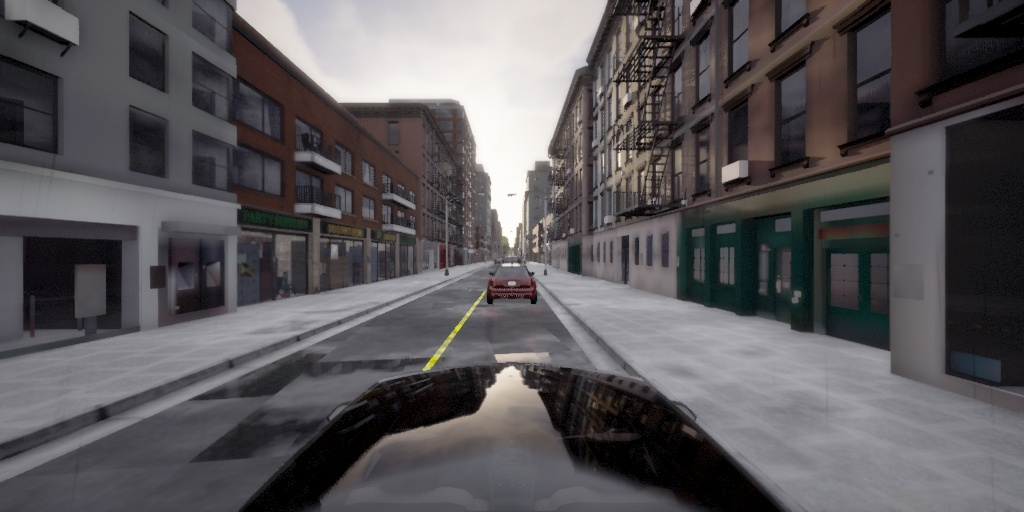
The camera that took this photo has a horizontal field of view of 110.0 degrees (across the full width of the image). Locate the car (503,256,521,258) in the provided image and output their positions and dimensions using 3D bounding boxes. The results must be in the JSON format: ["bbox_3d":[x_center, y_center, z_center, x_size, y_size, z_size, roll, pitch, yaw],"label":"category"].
[{"bbox_3d":[0.000,1.023,31.531,2.150,2.045,5.566,0,0,0],"label":"car"}]

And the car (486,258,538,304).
[{"bbox_3d":[0.000,1.122,16.471,2.097,1.767,4.553,0,0,0],"label":"car"}]
